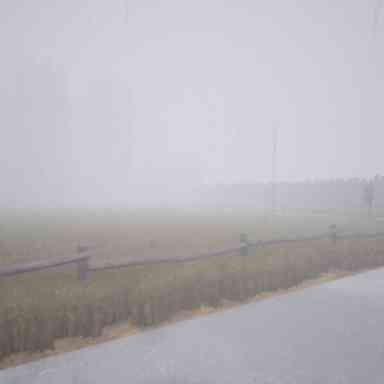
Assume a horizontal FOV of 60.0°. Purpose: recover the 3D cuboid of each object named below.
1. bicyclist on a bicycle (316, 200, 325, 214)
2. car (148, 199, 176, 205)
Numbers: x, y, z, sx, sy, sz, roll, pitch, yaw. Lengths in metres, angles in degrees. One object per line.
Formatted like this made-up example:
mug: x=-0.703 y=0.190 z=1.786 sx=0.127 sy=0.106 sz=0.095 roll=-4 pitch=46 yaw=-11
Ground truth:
bicyclist on a bicycle: x=13.825 y=1.649 z=35.747 sx=1.656 sy=1.620 sz=0.582 roll=0 pitch=-1 yaw=-36
car: x=-4.990 y=1.873 z=54.912 sx=5.357 sy=1.411 sz=2.033 roll=0 pitch=0 yaw=42
